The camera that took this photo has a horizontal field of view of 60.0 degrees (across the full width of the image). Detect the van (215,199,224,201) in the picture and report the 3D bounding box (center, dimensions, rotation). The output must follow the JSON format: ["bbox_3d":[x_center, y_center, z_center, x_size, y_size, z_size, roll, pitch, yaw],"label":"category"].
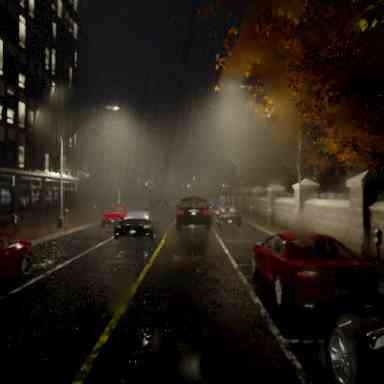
[{"bbox_3d":[2.559,1.610,35.667,1.690,1.788,3.998,0,0,0],"label":"van"}]

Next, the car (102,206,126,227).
[{"bbox_3d":[-5.319,1.732,24.576,1.887,1.381,4.507,0,0,0],"label":"car"}]

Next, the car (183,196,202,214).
[{"bbox_3d":[0.089,1.527,40.703,2.150,2.045,5.566,0,0,0],"label":"car"}]

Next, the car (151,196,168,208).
[{"bbox_3d":[-5.325,1.829,52.302,1.967,1.590,4.097,0,0,0],"label":"car"}]

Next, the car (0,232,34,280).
[{"bbox_3d":[-5.316,1.644,7.942,1.802,1.307,4.206,0,0,0],"label":"car"}]

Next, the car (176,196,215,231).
[{"bbox_3d":[0.089,1.391,22.289,2.150,2.045,5.566,0,0,0],"label":"car"}]

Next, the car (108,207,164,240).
[{"bbox_3d":[-2.825,1.700,17.782,1.994,1.385,4.181,0,0,0],"label":"car"}]

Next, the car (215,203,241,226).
[{"bbox_3d":[2.561,1.738,24.575,2.008,1.369,4.403,0,0,0],"label":"car"}]

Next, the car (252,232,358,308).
[{"bbox_3d":[2.565,1.607,7.940,1.887,1.381,4.507,0,0,0],"label":"car"}]

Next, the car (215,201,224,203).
[{"bbox_3d":[2.560,1.773,30.120,1.887,1.381,4.507,0,0,0],"label":"car"}]

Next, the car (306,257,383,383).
[{"bbox_3d":[2.565,1.585,2.394,1.947,1.339,4.313,0,0,0],"label":"car"}]
